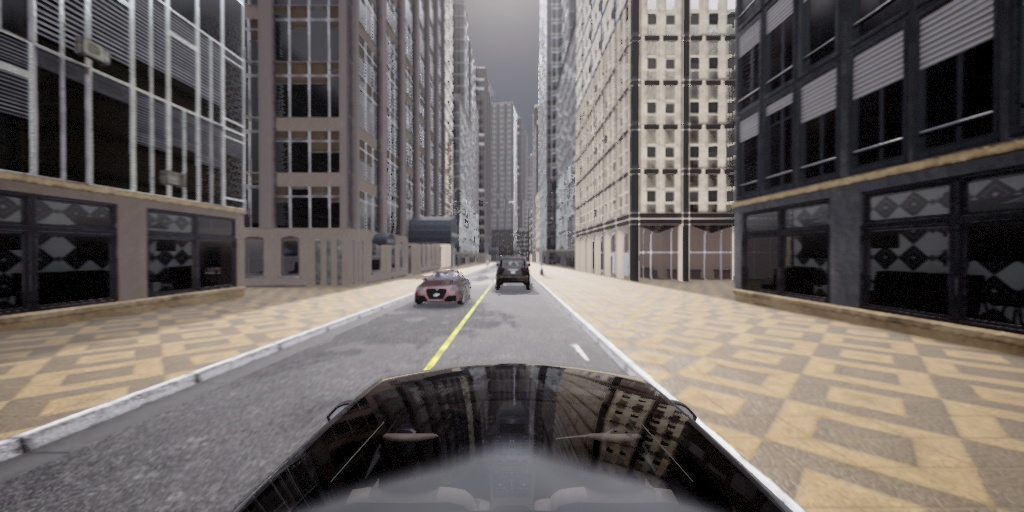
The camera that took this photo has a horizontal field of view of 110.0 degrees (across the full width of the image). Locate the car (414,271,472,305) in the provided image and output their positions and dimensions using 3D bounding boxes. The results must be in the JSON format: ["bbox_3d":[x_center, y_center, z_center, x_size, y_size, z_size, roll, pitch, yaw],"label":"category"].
[{"bbox_3d":[-3.004,1.373,16.311,1.994,1.385,4.181,0,0,1],"label":"car"}]

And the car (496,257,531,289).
[{"bbox_3d":[0.080,1.066,24.078,2.150,2.045,5.566,0,0,0],"label":"car"}]
